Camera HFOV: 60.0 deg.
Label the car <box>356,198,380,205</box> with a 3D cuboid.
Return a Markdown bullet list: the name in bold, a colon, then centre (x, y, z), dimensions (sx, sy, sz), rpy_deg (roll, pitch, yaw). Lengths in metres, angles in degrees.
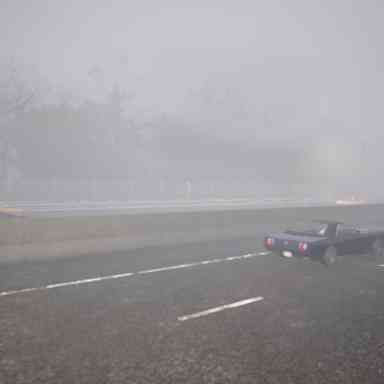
- **car**: centre (23.146, 1.562, 41.965), dimensions (4.674, 1.442, 1.812), rpy_deg (0, 0, -35)

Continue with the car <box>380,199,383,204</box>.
- **car**: centre (24.178, 1.512, 38.413), dimensions (5.008, 1.535, 1.882), rpy_deg (0, 0, -35)

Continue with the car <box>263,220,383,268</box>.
- **car**: centre (4.720, 1.607, 11.411), dimensions (4.718, 1.301, 1.895), rpy_deg (0, 0, -35)

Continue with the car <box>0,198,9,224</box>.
- **car**: centre (-15.430, 1.354, 23.038), dimensions (4.553, 1.767, 2.097), rpy_deg (0, 0, -36)

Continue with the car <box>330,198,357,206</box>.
- **car**: centre (21.323, 1.514, 44.961), dimensions (5.008, 1.535, 1.882), rpy_deg (0, 0, -35)

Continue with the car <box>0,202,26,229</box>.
- **car**: centre (-13.127, 1.479, 20.423), dimensions (5.008, 1.535, 1.882), rpy_deg (0, 0, -35)

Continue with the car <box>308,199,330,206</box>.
- **car**: centre (18.529, 1.637, 47.271), dimensions (4.718, 1.301, 1.895), rpy_deg (0, 0, -35)

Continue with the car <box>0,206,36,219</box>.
- **car**: centre (-9.258, 1.527, 14.587), dimensions (4.674, 1.442, 1.812), rpy_deg (0, 0, -36)
